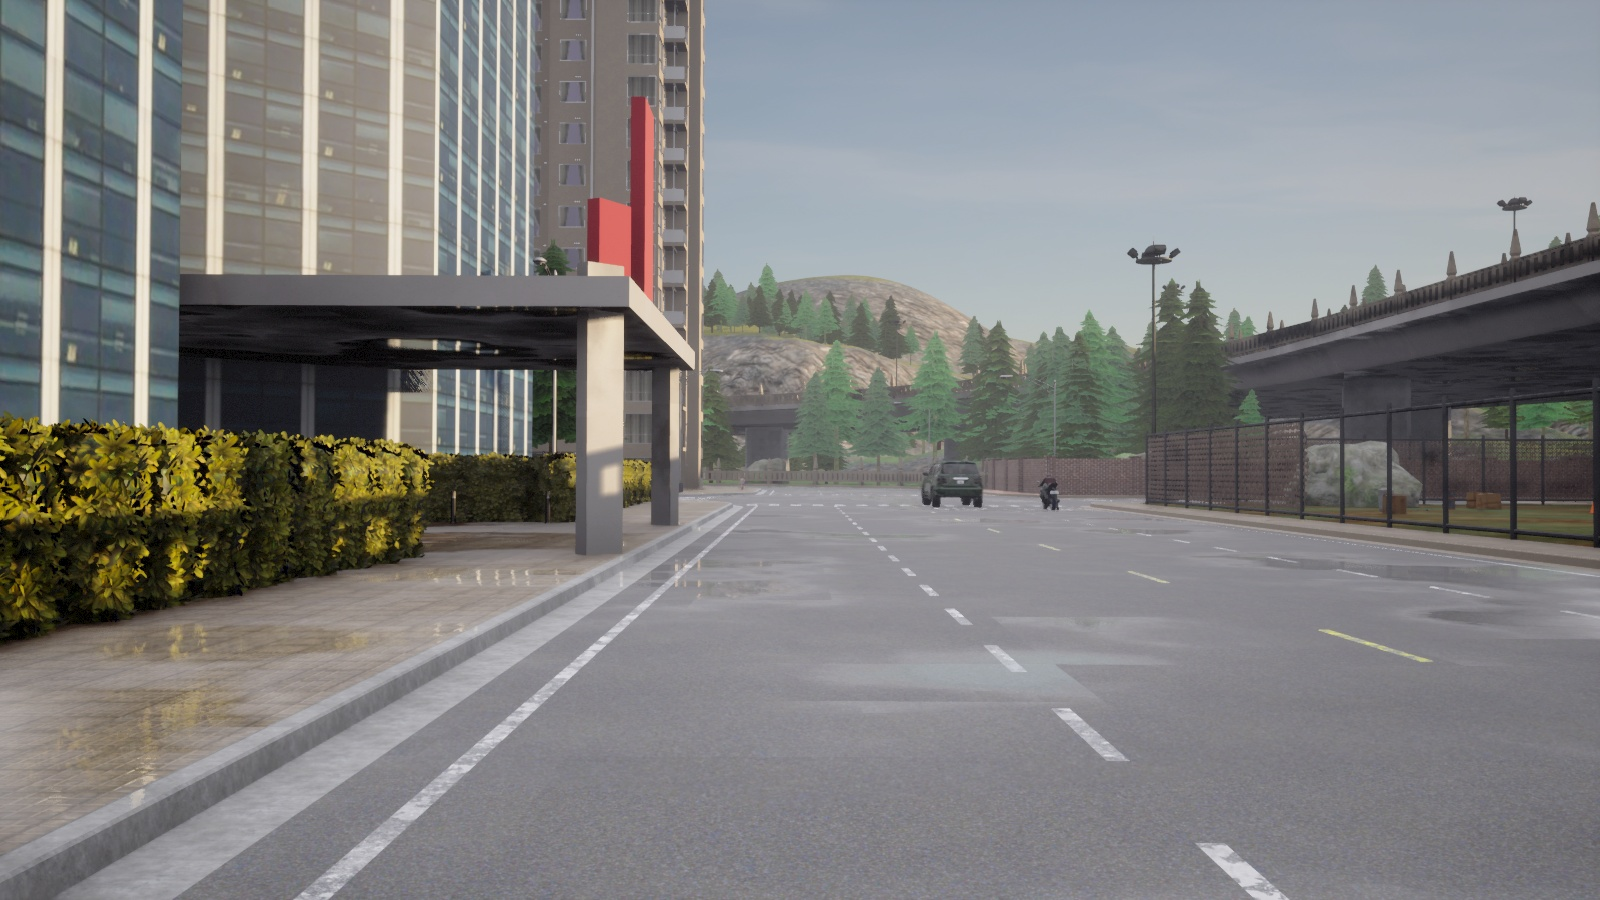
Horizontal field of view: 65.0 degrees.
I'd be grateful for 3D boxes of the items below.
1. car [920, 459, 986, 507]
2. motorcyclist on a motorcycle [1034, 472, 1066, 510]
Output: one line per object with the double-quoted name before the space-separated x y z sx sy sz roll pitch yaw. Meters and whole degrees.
"car" 6.799 1.451 56.388 2.150 2.045 5.566 0 -1 -1
"motorcyclist on a motorcycle" 10.361 1.682 52.150 0.866 1.530 2.191 0 -1 0
